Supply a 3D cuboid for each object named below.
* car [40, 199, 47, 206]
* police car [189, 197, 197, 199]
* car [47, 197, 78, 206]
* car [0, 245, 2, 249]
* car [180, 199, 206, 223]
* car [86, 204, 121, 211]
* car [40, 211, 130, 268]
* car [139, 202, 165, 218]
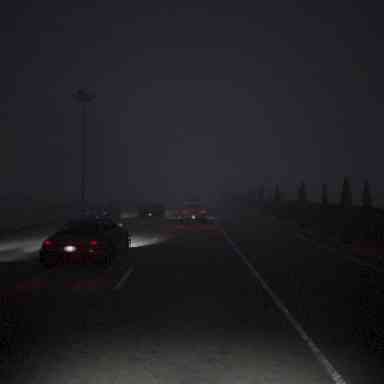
[{"bbox_3d":[-21.009,1.495,50.468,2.033,1.411,5.357,0,0,0],"label":"car"},{"bbox_3d":[0.100,1.461,41.765,2.038,1.542,4.974,0,0,0],"label":"police car"},{"bbox_3d":[-14.071,1.487,37.265,1.812,1.442,4.674,0,0,0],"label":"car"},{"bbox_3d":[-6.901,1.592,8.288,1.895,1.301,4.718,0,0,0],"label":"car"},{"bbox_3d":[0.100,1.499,25.052,1.812,1.442,4.674,0,0,0],"label":"car"},{"bbox_3d":[-6.900,1.573,26.160,1.895,1.301,4.718,0,0,0],"label":"car"},{"bbox_3d":[-3.399,1.552,11.268,1.994,1.385,4.181,0,0,0],"label":"car"},{"bbox_3d":[-3.402,1.570,29.356,1.895,1.301,4.718,0,0,0],"label":"car"}]
